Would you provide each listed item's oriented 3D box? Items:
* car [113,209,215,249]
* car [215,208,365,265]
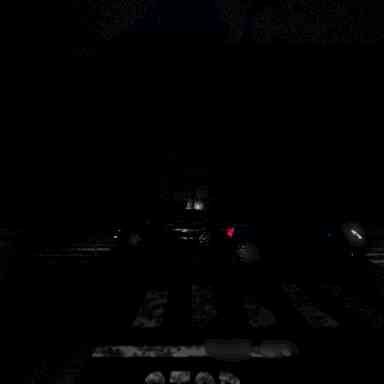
[{"bbox_3d":[-0.820,1.499,14.040,4.892,1.490,1.837,0,0,0],"label":"car"},{"bbox_3d":[3.221,1.324,11.097,4.553,1.767,2.097,0,0,0],"label":"car"}]
